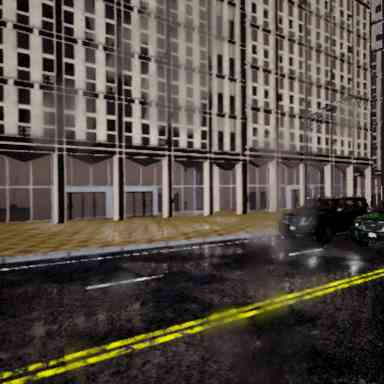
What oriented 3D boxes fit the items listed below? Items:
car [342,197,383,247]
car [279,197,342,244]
[{"bbox_3d":[9.004,1.260,14.082,5.566,2.045,2.150,0,0,-35],"label":"car"},{"bbox_3d":[6.754,1.259,16.470,5.566,2.045,2.150,0,0,-35],"label":"car"}]
